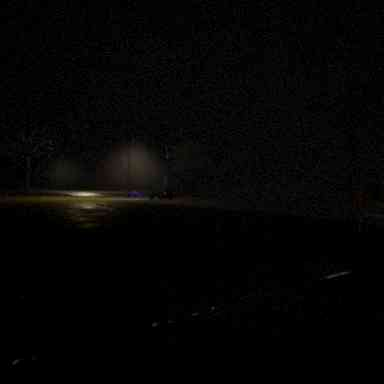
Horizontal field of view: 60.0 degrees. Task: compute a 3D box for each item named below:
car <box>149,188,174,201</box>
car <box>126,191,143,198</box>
[{"bbox_3d":[-5.094,0.351,55.624,2.150,2.045,5.566,1,0,-35],"label":"car"},{"bbox_3d":[-11.115,0.454,64.094,1.812,1.442,4.674,1,1,-35],"label":"car"}]
